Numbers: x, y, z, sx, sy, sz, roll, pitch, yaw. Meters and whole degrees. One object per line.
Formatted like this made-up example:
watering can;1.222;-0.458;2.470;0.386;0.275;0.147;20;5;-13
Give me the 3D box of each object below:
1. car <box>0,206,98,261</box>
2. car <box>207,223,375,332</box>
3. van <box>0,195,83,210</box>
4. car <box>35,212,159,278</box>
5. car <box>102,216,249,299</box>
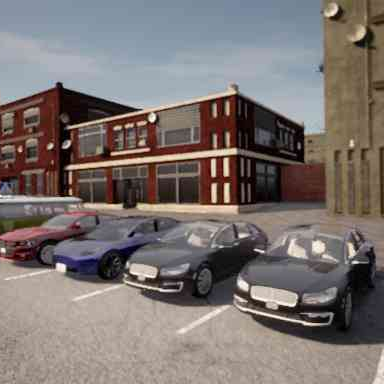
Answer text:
car;-4.098;1.450;11.877;2.097;1.535;5.008;0;0;35
car;2.636;1.472;7.080;2.231;1.521;4.892;0;0;35
van;-6.181;1.224;13.495;1.878;1.987;4.442;0;0;35
car;-1.874;1.483;10.249;2.163;1.488;4.792;0;0;35
car;0.392;1.461;8.680;2.231;1.521;4.892;0;0;35
